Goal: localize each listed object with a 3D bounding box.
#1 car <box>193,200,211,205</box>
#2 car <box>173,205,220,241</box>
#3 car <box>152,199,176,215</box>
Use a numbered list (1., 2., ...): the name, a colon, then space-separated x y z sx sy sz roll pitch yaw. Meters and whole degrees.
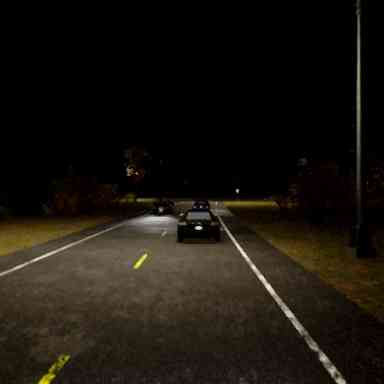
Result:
1. car: 1.016 1.517 35.054 2.033 1.411 5.357 0 0 3
2. car: 0.344 1.554 16.704 1.994 1.385 4.181 0 0 1
3. car: -2.753 1.458 33.443 2.128 1.511 4.902 0 0 3
